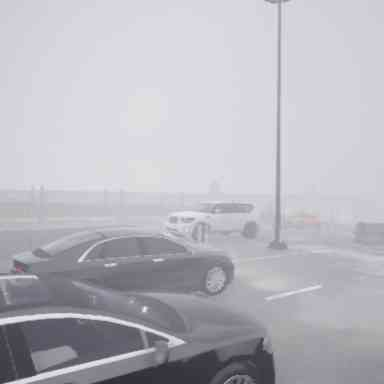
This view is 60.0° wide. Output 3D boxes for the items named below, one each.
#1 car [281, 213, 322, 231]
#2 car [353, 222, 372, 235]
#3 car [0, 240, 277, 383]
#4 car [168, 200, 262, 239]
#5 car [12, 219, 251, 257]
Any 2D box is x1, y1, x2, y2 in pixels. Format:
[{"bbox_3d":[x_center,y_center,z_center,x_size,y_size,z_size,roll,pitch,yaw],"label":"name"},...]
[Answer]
[{"bbox_3d":[10.973,2.868,33.192,4.553,1.767,2.097,8,-4,-35],"label":"car"},{"bbox_3d":[18.481,3.901,34.238,4.892,1.490,1.837,10,-6,-35],"label":"car"},{"bbox_3d":[-1.353,1.496,2.781,4.902,1.511,2.128,1,0,-35],"label":"car"},{"bbox_3d":[1.290,1.455,17.765,5.566,2.045,2.150,3,-2,-35],"label":"car"},{"bbox_3d":[-1.195,1.540,7.192,4.892,1.490,1.837,1,0,-35],"label":"car"}]
